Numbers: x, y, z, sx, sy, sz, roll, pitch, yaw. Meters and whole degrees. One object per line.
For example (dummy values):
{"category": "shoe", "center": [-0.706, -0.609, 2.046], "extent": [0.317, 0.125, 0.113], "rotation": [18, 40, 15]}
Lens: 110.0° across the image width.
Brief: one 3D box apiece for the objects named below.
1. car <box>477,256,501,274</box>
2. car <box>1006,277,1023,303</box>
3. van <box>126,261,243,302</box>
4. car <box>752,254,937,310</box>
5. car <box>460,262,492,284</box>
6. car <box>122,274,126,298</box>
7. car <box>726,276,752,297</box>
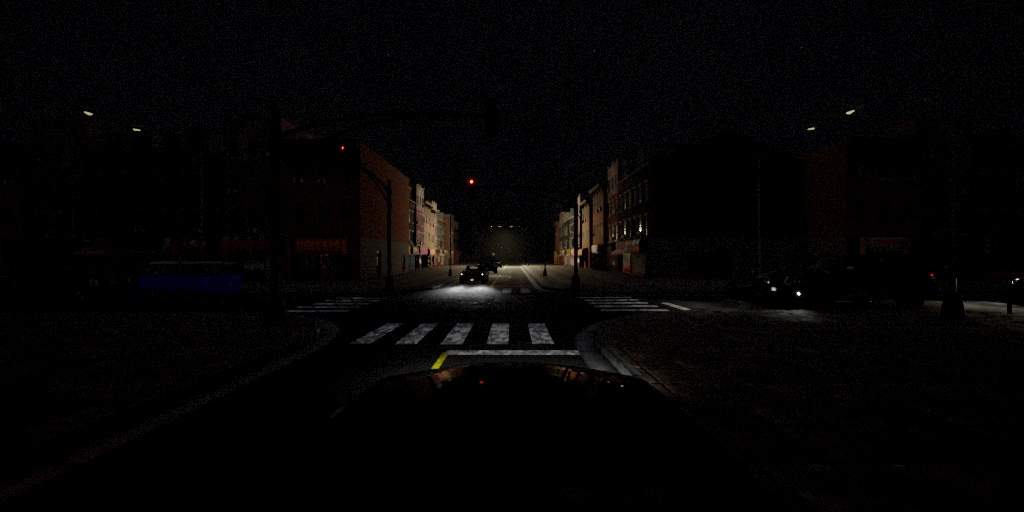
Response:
{"category": "car", "center": [-2.773, 0.989, 41.788], "extent": [2.150, 2.045, 5.566], "rotation": [0, 1, 0]}
{"category": "car", "center": [22.656, 1.048, 14.022], "extent": [4.553, 1.767, 2.097], "rotation": [0, 0, 0]}
{"category": "van", "center": [-14.716, 1.124, 16.454], "extent": [3.998, 1.789, 1.690], "rotation": [0, 0, 0]}
{"category": "car", "center": [12.972, 0.935, 13.998], "extent": [5.566, 2.045, 2.150], "rotation": [0, 0, 0]}
{"category": "car", "center": [-2.802, 1.365, 27.343], "extent": [1.895, 1.301, 4.718], "rotation": [0, 0, 0]}
{"category": "car", "center": [-20.191, 1.239, 16.438], "extent": [4.097, 1.591, 1.967], "rotation": [0, 0, 0]}
{"category": "car", "center": [12.286, 1.267, 16.532], "extent": [4.403, 1.370, 2.007], "rotation": [0, 0, 0]}
